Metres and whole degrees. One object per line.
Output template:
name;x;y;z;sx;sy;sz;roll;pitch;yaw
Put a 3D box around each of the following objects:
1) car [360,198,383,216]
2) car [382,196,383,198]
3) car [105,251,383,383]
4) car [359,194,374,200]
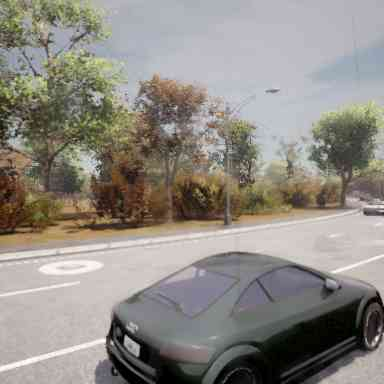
car;17.558;1.531;31.513;1.895;1.301;4.718;0;0;37
car;38.977;1.389;66.014;1.895;1.301;4.718;0;0;17
car;0.962;1.565;4.689;4.181;1.385;1.994;0;0;-37
car;36.084;1.131;68.659;2.097;1.767;4.553;0;0;17
